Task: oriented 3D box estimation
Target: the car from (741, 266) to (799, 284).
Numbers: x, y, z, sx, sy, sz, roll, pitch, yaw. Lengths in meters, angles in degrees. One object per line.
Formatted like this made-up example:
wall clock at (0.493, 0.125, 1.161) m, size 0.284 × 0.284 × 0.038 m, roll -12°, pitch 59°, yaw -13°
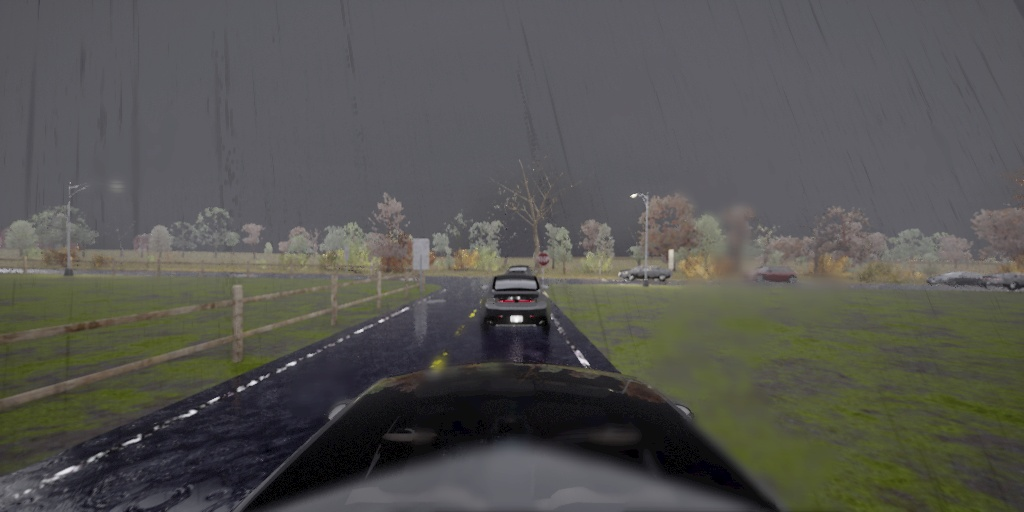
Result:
car at (24.675, 1.732, 34.458) m, size 4.553 × 1.767 × 2.097 m, roll 1°, pitch 1°, yaw 0°

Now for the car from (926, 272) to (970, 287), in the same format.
car at (42.769, 2.222, 34.380) m, size 4.674 × 1.442 × 1.812 m, roll 1°, pitch 1°, yaw 1°

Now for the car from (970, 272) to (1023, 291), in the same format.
car at (44.327, 2.242, 31.520) m, size 4.902 × 1.511 × 2.128 m, roll 1°, pitch 1°, yaw 1°

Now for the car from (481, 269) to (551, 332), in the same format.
car at (0.100, 1.306, 11.094) m, size 1.837 × 1.490 × 4.892 m, roll 0°, pitch -1°, yaw 0°

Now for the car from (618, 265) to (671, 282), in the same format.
car at (12.733, 1.660, 34.452) m, size 4.902 × 1.511 × 2.128 m, roll 1°, pitch 1°, yaw -1°

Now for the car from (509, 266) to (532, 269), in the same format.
car at (0.650, 1.384, 24.388) m, size 1.837 × 1.490 × 4.892 m, roll 0°, pitch 0°, yaw 8°
